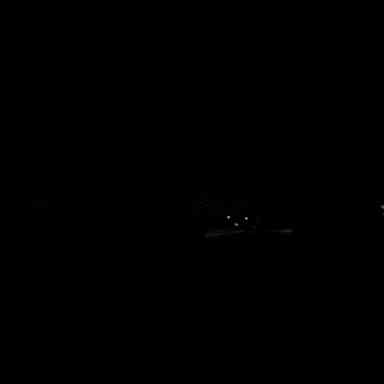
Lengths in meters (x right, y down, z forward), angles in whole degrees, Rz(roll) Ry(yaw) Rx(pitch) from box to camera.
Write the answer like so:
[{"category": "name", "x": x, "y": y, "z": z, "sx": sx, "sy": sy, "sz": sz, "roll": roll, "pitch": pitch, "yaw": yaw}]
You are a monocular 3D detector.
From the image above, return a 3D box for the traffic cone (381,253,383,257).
[{"category": "traffic cone", "x": 6.750, "y": 1.929, "z": 11.497, "sx": 0.340, "sy": 0.580, "sz": 0.340, "roll": 0, "pitch": 0, "yaw": -37}]

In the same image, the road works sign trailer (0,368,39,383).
[{"category": "road works sign trailer", "x": -2.668, "y": 0.494, "z": 2.399, "sx": 2.880, "sy": 3.560, "sz": 2.380, "roll": 0, "pitch": 0, "yaw": -37}]

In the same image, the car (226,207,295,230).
[{"category": "car", "x": 4.397, "y": 1.615, "z": 21.180, "sx": 4.718, "sy": 1.301, "sz": 1.895, "roll": 0, "pitch": 0, "yaw": -38}]

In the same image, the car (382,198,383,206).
[{"category": "car", "x": 31.278, "y": 1.394, "z": 52.808, "sx": 1.812, "sy": 1.442, "sz": 4.674, "roll": 0, "pitch": 0, "yaw": 27}]
